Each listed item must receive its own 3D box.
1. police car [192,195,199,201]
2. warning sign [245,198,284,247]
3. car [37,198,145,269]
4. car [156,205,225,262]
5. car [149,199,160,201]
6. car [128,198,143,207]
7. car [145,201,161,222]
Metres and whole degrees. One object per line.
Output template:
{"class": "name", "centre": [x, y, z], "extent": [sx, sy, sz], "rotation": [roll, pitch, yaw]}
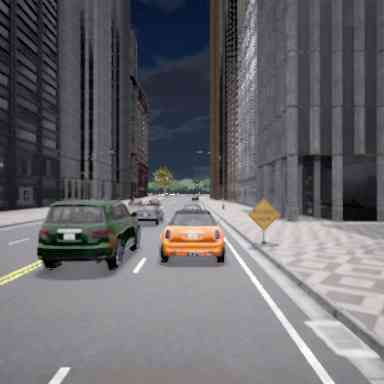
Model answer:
{"class": "police car", "centre": [0.966, 1.860, 93.318], "extent": [1.930, 1.638, 5.238], "rotation": [0, 0, 0]}
{"class": "warning sign", "centre": [2.850, 1.176, 13.211], "extent": [1.300, 1.860, 1.060], "rotation": [0, 0, 0]}
{"class": "car", "centre": [-3.217, 1.275, 11.474], "extent": [2.150, 2.045, 5.566], "rotation": [0, 0, 0]}
{"class": "car", "centre": [0.042, 1.408, 12.527], "extent": [2.097, 1.767, 4.553], "rotation": [0, 0, 1]}
{"class": "car", "centre": [-6.561, 1.839, 57.903], "extent": [1.994, 1.385, 4.181], "rotation": [0, 0, 1]}
{"class": "car", "centre": [-9.806, 1.801, 57.761], "extent": [1.812, 1.442, 4.674], "rotation": [0, 0, 1]}
{"class": "car", "centre": [-3.226, 1.666, 25.486], "extent": [2.033, 1.411, 5.357], "rotation": [0, 0, 0]}
